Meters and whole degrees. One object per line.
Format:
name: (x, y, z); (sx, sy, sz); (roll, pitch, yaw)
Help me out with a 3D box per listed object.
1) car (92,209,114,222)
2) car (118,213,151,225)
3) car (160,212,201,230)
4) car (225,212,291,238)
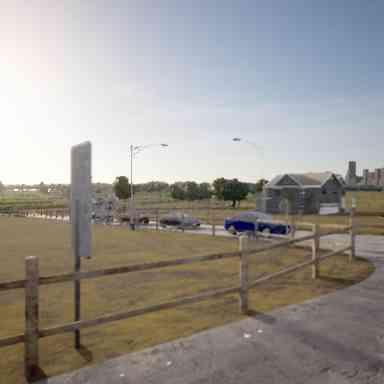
car: (-12.248, 3.117, 44.905); (2.097, 1.767, 4.553); (0, -3, -35)
car: (-6.415, 2.944, 36.700); (1.895, 1.301, 4.718); (0, -3, -36)
car: (-1.116, 2.497, 29.281); (1.812, 1.442, 4.674); (0, -2, -35)
car: (4.280, 2.080, 21.741); (1.882, 1.535, 5.008); (0, -2, -36)
